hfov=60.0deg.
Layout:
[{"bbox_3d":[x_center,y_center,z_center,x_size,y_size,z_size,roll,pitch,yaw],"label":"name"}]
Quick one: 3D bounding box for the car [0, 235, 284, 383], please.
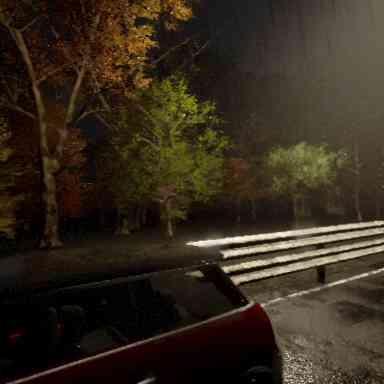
[{"bbox_3d":[-1.383,1.350,2.697,4.553,1.767,2.097,-1,0,-36],"label":"car"}]
